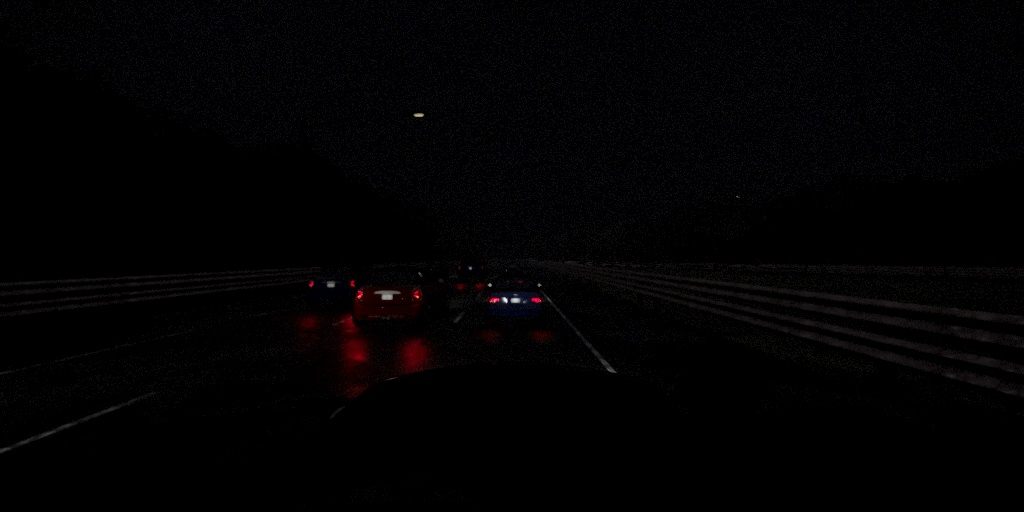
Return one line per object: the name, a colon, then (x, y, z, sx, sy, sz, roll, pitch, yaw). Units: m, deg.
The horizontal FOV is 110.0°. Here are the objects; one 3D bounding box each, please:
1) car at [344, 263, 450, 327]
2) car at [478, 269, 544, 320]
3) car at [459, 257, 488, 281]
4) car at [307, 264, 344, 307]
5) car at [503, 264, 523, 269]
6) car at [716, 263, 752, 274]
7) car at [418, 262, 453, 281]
car: (-3.400, 1.146, 11.901, 2.097, 1.767, 4.553, 0, 0, 0)
car: (0.100, 1.346, 12.879, 2.033, 1.411, 5.357, 0, 0, 0)
car: (-3.406, 1.116, 32.109, 2.150, 2.045, 5.566, 0, 0, 0)
car: (-6.904, 1.139, 15.800, 2.097, 1.767, 4.553, 0, 0, 0)
car: (0.097, 1.431, 33.938, 1.812, 1.442, 4.674, 0, 0, 0)
car: (31.909, 1.724, 51.751, 2.163, 1.488, 4.792, 0, 0, -29)
car: (-6.896, 1.384, 32.967, 2.128, 1.511, 4.902, 1, 0, 0)
